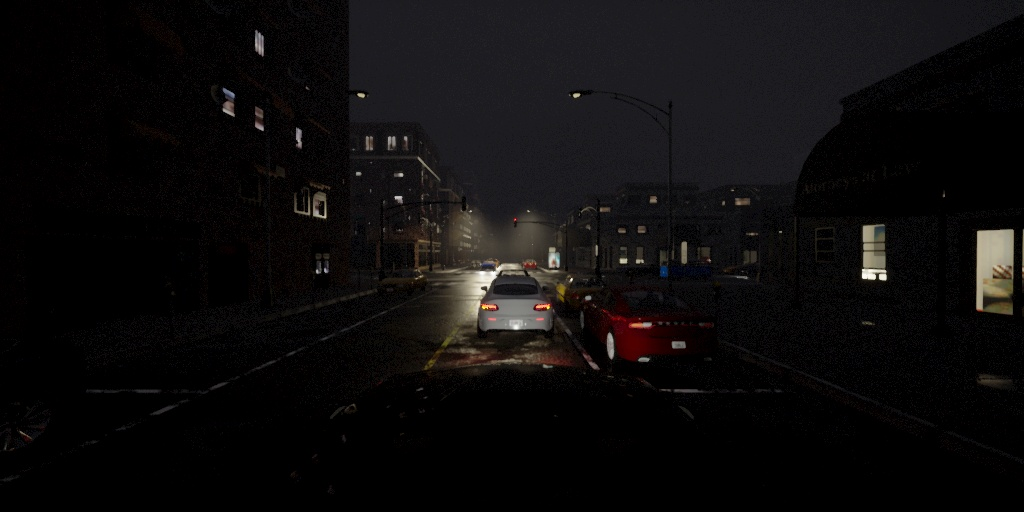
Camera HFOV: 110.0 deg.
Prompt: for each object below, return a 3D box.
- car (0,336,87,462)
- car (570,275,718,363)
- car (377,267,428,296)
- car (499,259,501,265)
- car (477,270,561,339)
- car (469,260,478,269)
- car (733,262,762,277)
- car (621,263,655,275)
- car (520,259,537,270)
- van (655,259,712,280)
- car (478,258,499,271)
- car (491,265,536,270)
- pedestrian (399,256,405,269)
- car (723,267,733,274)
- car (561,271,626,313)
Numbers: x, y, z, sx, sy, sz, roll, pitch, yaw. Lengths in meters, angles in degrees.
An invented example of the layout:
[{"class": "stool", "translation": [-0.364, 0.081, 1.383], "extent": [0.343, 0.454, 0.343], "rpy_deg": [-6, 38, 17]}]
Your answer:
[{"class": "car", "translation": [-5.692, 1.316, 2.277], "extent": [1.948, 1.339, 4.313], "rpy_deg": [0, 0, 0]}, {"class": "car", "translation": [2.678, 1.294, 7.985], "extent": [1.888, 1.381, 4.507], "rpy_deg": [0, 0, 0]}, {"class": "car", "translation": [-5.725, 1.276, 19.197], "extent": [1.751, 1.417, 4.829], "rpy_deg": [0, 0, 0]}, {"class": "car", "translation": [-3.180, 1.256, 60.414], "extent": [1.882, 1.535, 5.008], "rpy_deg": [0, 0, -1]}, {"class": "car", "translation": [0.084, 1.275, 9.999], "extent": [1.812, 1.442, 4.674], "rpy_deg": [0, 0, 0]}, {"class": "car", "translation": [-5.799, 1.325, 57.518], "extent": [2.007, 1.370, 4.403], "rpy_deg": [0, 0, 0]}, {"class": "car", "translation": [25.184, 1.372, 36.055], "extent": [4.181, 1.385, 1.994], "rpy_deg": [0, 0, 0]}, {"class": "car", "translation": [13.423, 1.378, 35.949], "extent": [4.718, 1.301, 1.895], "rpy_deg": [0, 0, -1]}, {"class": "car", "translation": [2.593, 1.208, 51.850], "extent": [1.967, 1.591, 4.097], "rpy_deg": [0, 0, 0]}, {"class": "van", "translation": [14.600, 1.161, 30.172], "extent": [3.998, 1.789, 1.690], "rpy_deg": [0, 0, -1]}, {"class": "car", "translation": [-3.186, 1.366, 49.140], "extent": [1.895, 1.301, 4.718], "rpy_deg": [0, 0, 0]}, {"class": "car", "translation": [0.076, 1.352, 19.110], "extent": [1.895, 1.301, 4.718], "rpy_deg": [0, 0, 0]}, {"class": "pedestrian", "translation": [-12.707, 0.827, 41.234], "extent": [0.375, 1.860, 0.375], "rpy_deg": [0, 0, -1]}, {"class": "car", "translation": [25.413, 1.317, 38.654], "extent": [4.829, 1.417, 1.751], "rpy_deg": [0, 0, -1]}, {"class": "car", "translation": [2.667, 1.275, 13.852], "extent": [1.751, 1.417, 4.829], "rpy_deg": [0, 0, 0]}]
